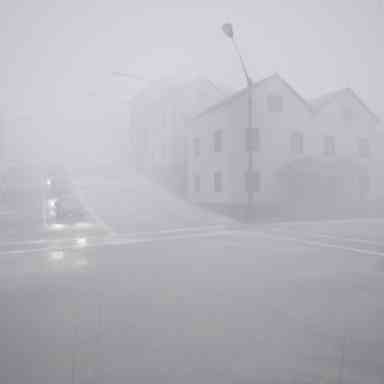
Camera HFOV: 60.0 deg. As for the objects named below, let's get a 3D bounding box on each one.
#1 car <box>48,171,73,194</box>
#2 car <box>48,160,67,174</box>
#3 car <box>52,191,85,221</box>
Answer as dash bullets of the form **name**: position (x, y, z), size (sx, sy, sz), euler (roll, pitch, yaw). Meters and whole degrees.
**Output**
- **car**: position (-13.239, -0.656, 33.680), size (1.837, 1.490, 4.892), euler (0, 13, -25)
- **car**: position (-17.301, -3.100, 42.631), size (2.097, 1.767, 4.553), euler (0, 13, -25)
- **car**: position (-9.142, 1.097, 24.736), size (1.812, 1.442, 4.674), euler (0, 6, -25)
